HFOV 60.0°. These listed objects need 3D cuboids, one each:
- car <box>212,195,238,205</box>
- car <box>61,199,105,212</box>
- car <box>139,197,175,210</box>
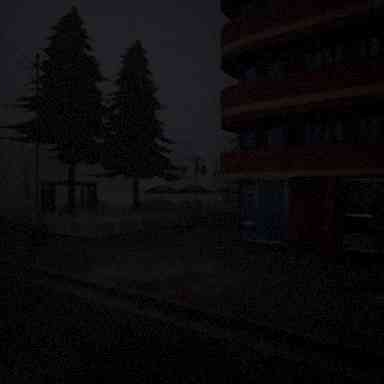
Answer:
[{"bbox_3d":[5.417,1.206,54.074,4.553,1.767,2.097,0,0,-30],"label":"car"},{"bbox_3d":[-11.835,1.322,36.319,1.882,1.535,5.008,0,0,36],"label":"car"},{"bbox_3d":[-3.442,1.345,35.831,1.882,1.535,5.008,0,0,37],"label":"car"}]
